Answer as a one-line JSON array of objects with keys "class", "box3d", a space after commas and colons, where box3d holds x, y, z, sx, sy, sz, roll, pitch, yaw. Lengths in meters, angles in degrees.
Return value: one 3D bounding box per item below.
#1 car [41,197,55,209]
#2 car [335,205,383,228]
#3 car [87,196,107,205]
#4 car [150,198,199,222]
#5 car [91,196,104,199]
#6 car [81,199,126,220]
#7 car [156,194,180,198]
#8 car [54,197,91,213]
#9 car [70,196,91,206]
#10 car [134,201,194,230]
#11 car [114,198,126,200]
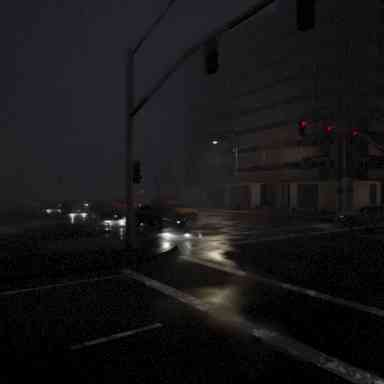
[{"class": "car", "box3d": [-19.750, 1.533, 46.503, 1.882, 1.535, 5.008, 0, 0, -35]}, {"class": "car", "box3d": [11.917, 1.564, 21.834, 4.674, 1.442, 1.812, 0, 1, 13]}, {"class": "car", "box3d": [-17.776, 1.533, 62.117, 1.882, 1.535, 5.008, 0, 0, -35]}, {"class": "car", "box3d": [-1.443, 1.533, 26.679, 1.882, 1.535, 5.008, 0, 0, -35]}, {"class": "car", "box3d": [-12.893, 1.603, 42.826, 2.033, 1.411, 5.357, 0, 0, -35]}, {"class": "car", "box3d": [-7.853, 1.603, 29.662, 2.033, 1.411, 5.357, 0, 0, -35]}, {"class": "car", "box3d": [-3.399, 1.277, 41.860, 2.150, 2.045, 5.566, 0, 0, -35]}, {"class": "car", "box3d": [-13.707, 1.603, 37.926, 2.033, 1.411, 5.357, 0, 0, -35]}, {"class": "car", "box3d": [-19.845, 1.547, 58.985, 2.128, 1.511, 4.902, 0, 0, -35]}, {"class": "car", "box3d": [-2.215, 1.560, 21.721, 1.837, 1.490, 4.892, 0, 0, -35]}, {"class": "car", "box3d": [-6.813, 1.407, 34.245, 2.097, 1.767, 4.553, 0, 0, -35]}]
